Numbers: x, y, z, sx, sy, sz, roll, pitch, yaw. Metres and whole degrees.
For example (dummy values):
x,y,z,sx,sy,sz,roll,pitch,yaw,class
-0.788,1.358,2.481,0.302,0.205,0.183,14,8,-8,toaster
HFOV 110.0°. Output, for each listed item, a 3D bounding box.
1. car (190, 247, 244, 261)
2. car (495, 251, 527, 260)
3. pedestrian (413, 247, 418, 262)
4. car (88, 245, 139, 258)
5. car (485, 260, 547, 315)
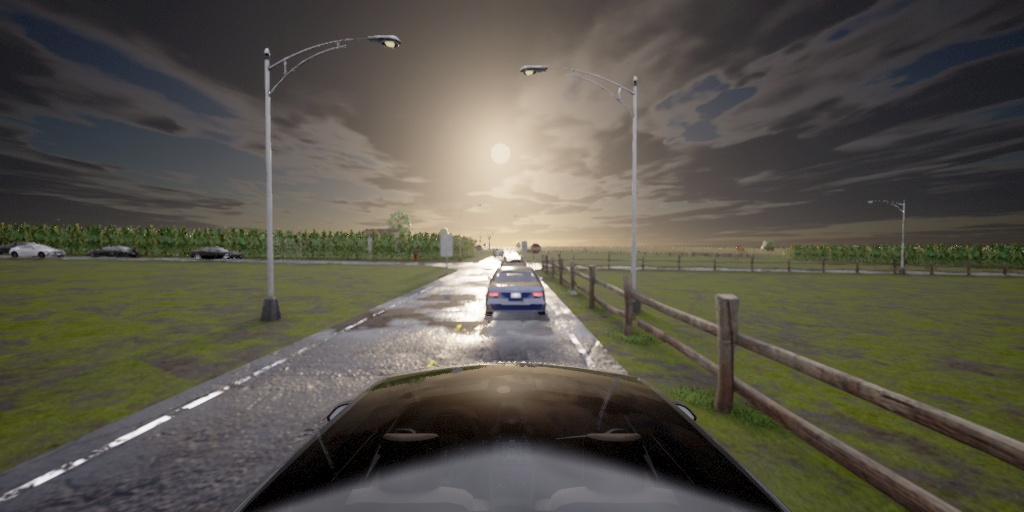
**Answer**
x,y,z,sx,sy,sz,roll,pitch,yaw,class
-32.092,-0.259,39.136,5.008,1.535,1.882,1,1,0,car
0.076,0.632,26.259,2.128,1.511,4.902,0,1,-1,car
-12.168,-0.192,45.168,0.375,1.860,0.375,0,0,0,pedestrian
-46.577,-0.508,41.976,4.674,1.442,1.812,1,1,0,car
0.100,1.039,12.086,2.033,1.411,5.357,0,1,0,car
